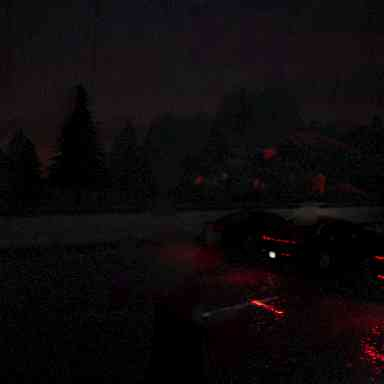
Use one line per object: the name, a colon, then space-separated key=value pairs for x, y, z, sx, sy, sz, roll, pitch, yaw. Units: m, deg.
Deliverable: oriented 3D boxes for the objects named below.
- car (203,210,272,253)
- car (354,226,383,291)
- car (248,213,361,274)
car: x=2.831 y=1.509 z=13.825 sx=5.008 sy=1.535 sz=1.882 roll=0 pitch=0 yaw=-31
car: x=6.103 y=1.542 z=7.625 sx=4.892 sy=1.490 sz=1.837 roll=0 pitch=0 yaw=-31
car: x=4.352 y=1.538 z=10.657 sx=4.892 sy=1.490 sz=1.837 roll=0 pitch=0 yaw=-31
